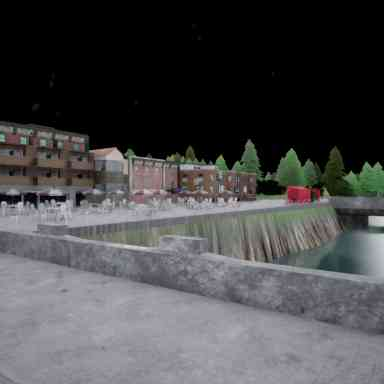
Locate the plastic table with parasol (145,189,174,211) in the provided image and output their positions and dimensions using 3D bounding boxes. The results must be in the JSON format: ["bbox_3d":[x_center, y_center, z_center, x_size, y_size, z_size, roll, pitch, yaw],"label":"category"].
[{"bbox_3d":[-3.888,0.925,39.812,2.482,2.480,2.482,0,0,35],"label":"plastic table with parasol"}]
